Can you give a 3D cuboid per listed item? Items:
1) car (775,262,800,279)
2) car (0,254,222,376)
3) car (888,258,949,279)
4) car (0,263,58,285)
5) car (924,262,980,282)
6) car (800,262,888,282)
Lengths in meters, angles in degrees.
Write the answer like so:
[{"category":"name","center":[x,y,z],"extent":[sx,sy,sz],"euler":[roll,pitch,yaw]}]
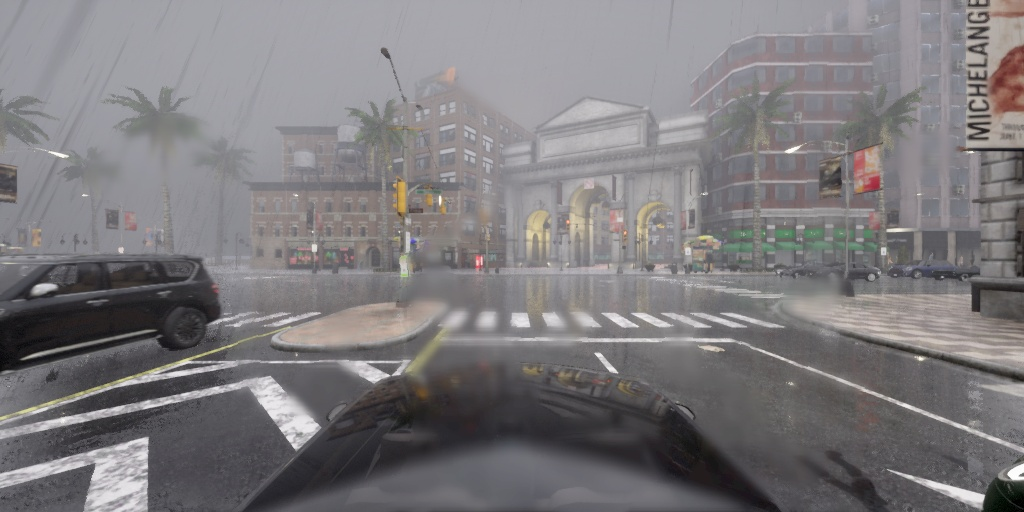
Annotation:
[{"category":"car","center":[26.299,1.242,32.000],"extent":[4.902,1.511,2.128],"euler":[0,0,1]},{"category":"car","center":[-8.010,0.971,6.169],"extent":[2.150,2.045,5.566],"euler":[0,0,2]},{"category":"car","center":[36.279,1.102,31.751],"extent":[4.553,1.767,2.097],"euler":[0,0,3]},{"category":"car","center":[-35.715,1.255,25.385],"extent":[4.892,1.490,1.837],"euler":[0,0,1]},{"category":"car","center":[36.294,1.351,28.329],"extent":[4.718,1.301,1.895],"euler":[0,0,2]},{"category":"car","center":[26.294,1.255,28.504],"extent":[4.892,1.490,1.837],"euler":[0,0,1]}]
